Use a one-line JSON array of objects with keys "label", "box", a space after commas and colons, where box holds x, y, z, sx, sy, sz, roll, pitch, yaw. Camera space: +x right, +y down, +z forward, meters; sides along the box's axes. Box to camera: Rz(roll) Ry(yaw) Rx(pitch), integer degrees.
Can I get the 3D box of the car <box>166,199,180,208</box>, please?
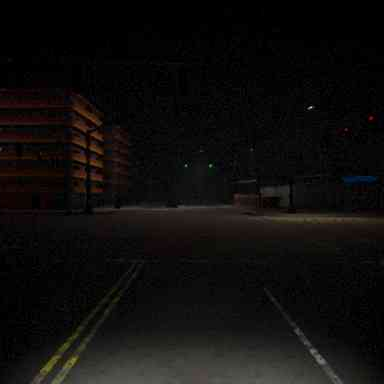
[{"label": "car", "box": [-3.549, 2.146, 59.474, 1.837, 1.490, 4.892, 0, 0, 0]}]
